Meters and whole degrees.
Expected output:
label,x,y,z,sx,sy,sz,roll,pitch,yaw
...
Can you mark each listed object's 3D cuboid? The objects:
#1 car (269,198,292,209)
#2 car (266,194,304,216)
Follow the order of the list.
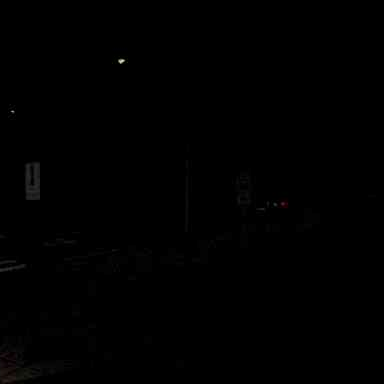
label,x,y,z,sx,sy,sz,roll,pitch,yaw
car,13.083,1.614,49.095,1.812,1.442,4.674,-1,-1,35
car,9.060,1.214,32.192,2.150,2.045,5.566,-1,-1,35
